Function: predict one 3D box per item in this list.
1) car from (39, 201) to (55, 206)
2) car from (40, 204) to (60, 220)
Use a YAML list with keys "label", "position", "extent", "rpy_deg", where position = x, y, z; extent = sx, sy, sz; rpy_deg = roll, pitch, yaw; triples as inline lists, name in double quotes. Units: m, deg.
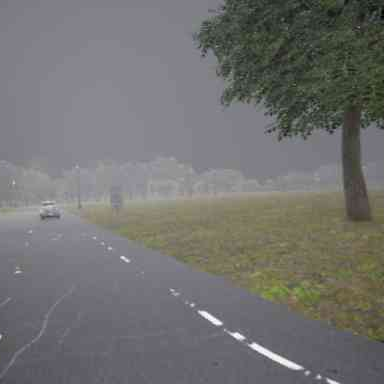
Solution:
- label: "car"
  position: [-20.455, 2.355, 47.472]
  extent: [2.150, 2.045, 5.566]
  rpy_deg: [-2, 0, -24]
- label: "car"
  position: [-17.063, 2.553, 40.126]
  extent: [1.994, 1.385, 4.181]
  rpy_deg: [-2, 0, -23]
